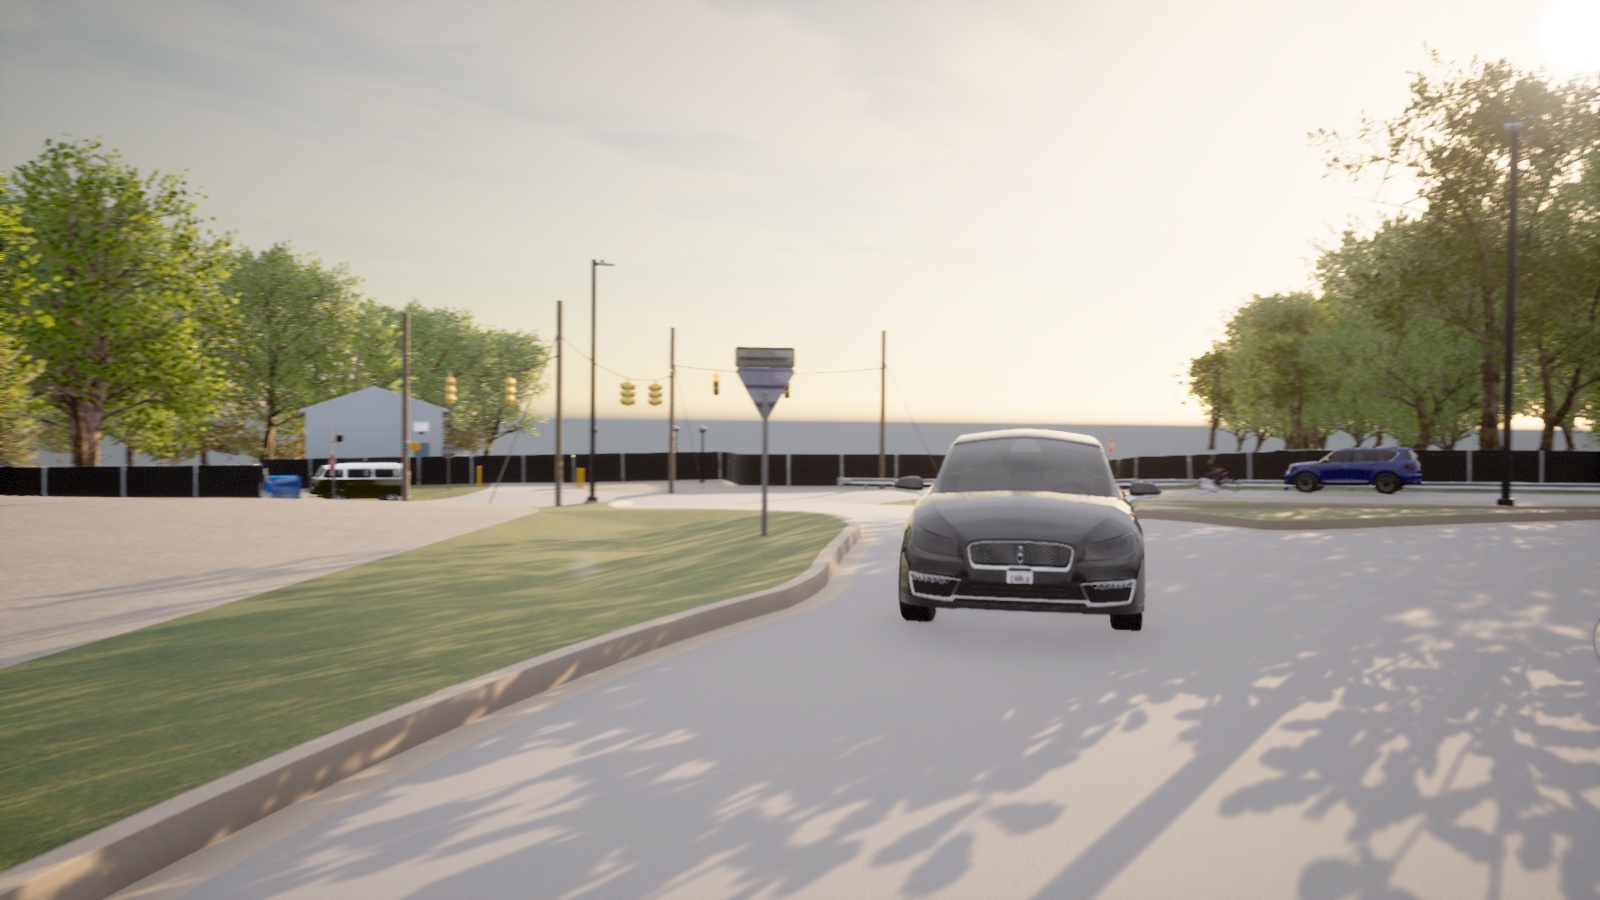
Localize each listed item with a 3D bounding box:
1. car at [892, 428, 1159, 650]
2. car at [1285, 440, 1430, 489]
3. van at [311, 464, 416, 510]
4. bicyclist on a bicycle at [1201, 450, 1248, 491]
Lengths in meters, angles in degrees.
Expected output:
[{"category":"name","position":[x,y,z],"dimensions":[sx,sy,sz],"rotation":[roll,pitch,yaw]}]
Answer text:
[{"category":"car","position":[2.050,0.572,11.248],"dimensions":[1.837,1.490,4.892],"rotation":[1,1,11]},{"category":"car","position":[24.606,0.640,55.497],"dimensions":[5.566,2.045,2.150],"rotation":[-1,1,34]},{"category":"van","position":[-20.837,1.747,59.987],"dimensions":[4.480,2.038,2.069],"rotation":[0,1,-28]},{"category":"bicyclist on a bicycle","position":[18.649,0.913,55.173],"dimensions":[1.843,1.776,0.659],"rotation":[-1,1,32]}]
